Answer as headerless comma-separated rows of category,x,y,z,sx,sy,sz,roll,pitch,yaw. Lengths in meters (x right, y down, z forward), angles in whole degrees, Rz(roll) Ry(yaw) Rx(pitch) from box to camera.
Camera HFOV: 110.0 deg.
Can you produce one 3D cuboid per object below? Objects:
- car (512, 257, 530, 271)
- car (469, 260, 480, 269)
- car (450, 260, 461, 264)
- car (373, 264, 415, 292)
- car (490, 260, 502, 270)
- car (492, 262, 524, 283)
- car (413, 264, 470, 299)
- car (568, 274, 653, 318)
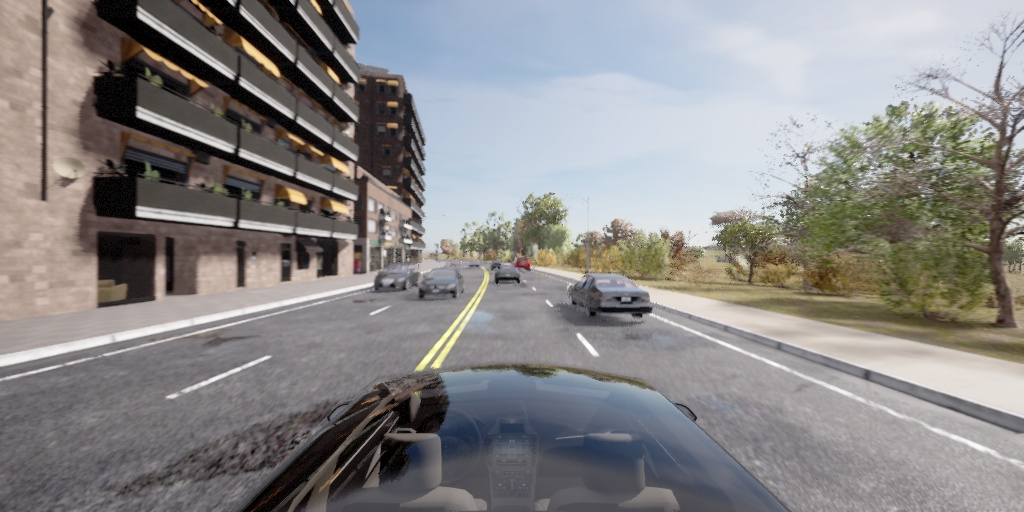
car,1.290,1.126,51.579,2.150,2.045,5.566,1,0,-6
car,-6.377,1.414,61.113,2.033,1.411,5.357,0,0,-6
car,-9.904,1.369,63.293,1.812,1.442,4.674,0,0,-6
car,-6.793,1.254,21.689,2.128,1.511,4.902,0,0,-2
car,-2.312,1.390,54.815,1.837,1.490,4.892,1,0,-6
car,-0.405,1.399,29.285,1.994,1.385,4.181,0,0,-3
car,-3.441,1.303,18.273,1.812,1.442,4.674,0,0,-1
car,3.415,1.363,13.405,2.033,1.411,5.357,0,0,-1
